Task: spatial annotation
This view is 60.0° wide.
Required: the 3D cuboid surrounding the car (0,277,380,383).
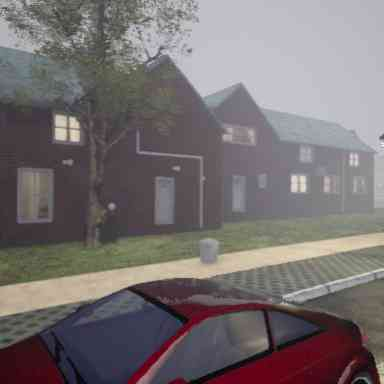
[{"bbox_3d":[-0.240,1.557,2.855,4.181,1.385,1.994,0,0,-35],"label":"car"}]
